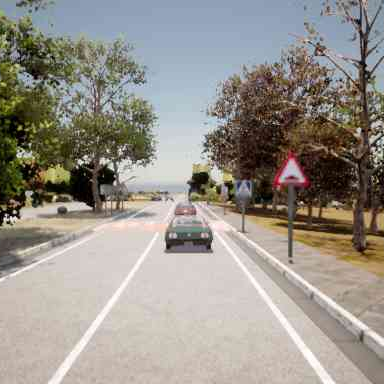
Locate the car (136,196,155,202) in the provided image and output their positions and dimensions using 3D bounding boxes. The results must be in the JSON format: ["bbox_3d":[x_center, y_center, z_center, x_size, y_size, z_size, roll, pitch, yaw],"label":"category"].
[{"bbox_3d":[-12.703,1.935,90.859,4.792,1.488,2.163,0,-2,-2],"label":"car"}]

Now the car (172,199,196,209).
[{"bbox_3d":[-0.597,1.568,29.691,1.994,1.385,4.181,0,0,-2],"label":"car"}]

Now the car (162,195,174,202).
[{"bbox_3d":[-5.188,1.537,76.660,2.128,1.511,4.902,0,-1,-2],"label":"car"}]

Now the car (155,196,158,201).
[{"bbox_3d":[-12.568,1.572,88.095,5.566,2.045,2.435,0,-2,-2],"label":"car"}]

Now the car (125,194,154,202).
[{"bbox_3d":[-12.101,1.537,77.010,5.366,1.575,1.946,0,-1,-2],"label":"car"}]

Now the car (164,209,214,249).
[{"bbox_3d":[-0.173,1.671,14.726,1.895,1.301,4.718,0,0,-1],"label":"car"}]

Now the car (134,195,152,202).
[{"bbox_3d":[-12.550,1.617,85.320,4.553,1.767,2.185,0,-2,-2],"label":"car"}]

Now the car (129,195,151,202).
[{"bbox_3d":[-12.369,1.601,79.772,4.892,1.521,2.231,0,-1,-2],"label":"car"}]
